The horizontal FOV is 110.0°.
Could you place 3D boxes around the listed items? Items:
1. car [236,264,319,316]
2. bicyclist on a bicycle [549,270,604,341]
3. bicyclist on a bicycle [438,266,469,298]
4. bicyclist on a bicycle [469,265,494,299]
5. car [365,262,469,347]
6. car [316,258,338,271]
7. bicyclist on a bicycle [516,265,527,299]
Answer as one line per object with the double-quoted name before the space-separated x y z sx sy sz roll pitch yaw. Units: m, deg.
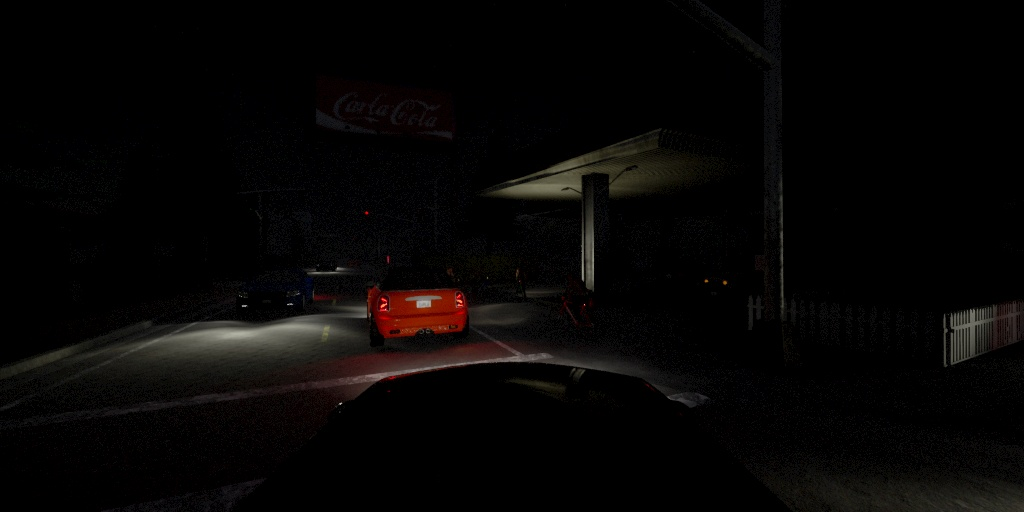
"car" -8.723 1.192 13.559 1.882 1.535 5.008 1 -1 -24
"bicyclist on a bicycle" 1.551 1.188 8.824 0.582 1.620 1.656 3 -2 -44
"bicyclist on a bicycle" -2.924 1.267 16.453 1.656 1.620 0.582 1 0 36
"bicyclist on a bicycle" -1.642 1.296 17.860 1.656 1.620 0.582 1 0 -22
"car" -2.672 1.022 9.438 2.097 1.767 4.553 0 0 -23
"car" -24.188 1.106 46.702 2.097 1.767 4.553 0 0 -25
"bicyclist on a bicycle" 0.464 1.294 18.014 0.582 1.620 1.656 0 0 15
